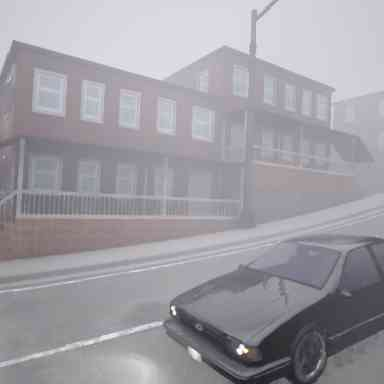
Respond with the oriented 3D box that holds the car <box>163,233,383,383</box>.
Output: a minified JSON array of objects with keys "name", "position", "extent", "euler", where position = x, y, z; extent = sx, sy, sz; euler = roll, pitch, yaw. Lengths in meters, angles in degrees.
[{"name":"car","position":[2.236,1.453,5.444],"extent":[5.357,1.411,2.033],"euler":[-3,1,-33]}]
